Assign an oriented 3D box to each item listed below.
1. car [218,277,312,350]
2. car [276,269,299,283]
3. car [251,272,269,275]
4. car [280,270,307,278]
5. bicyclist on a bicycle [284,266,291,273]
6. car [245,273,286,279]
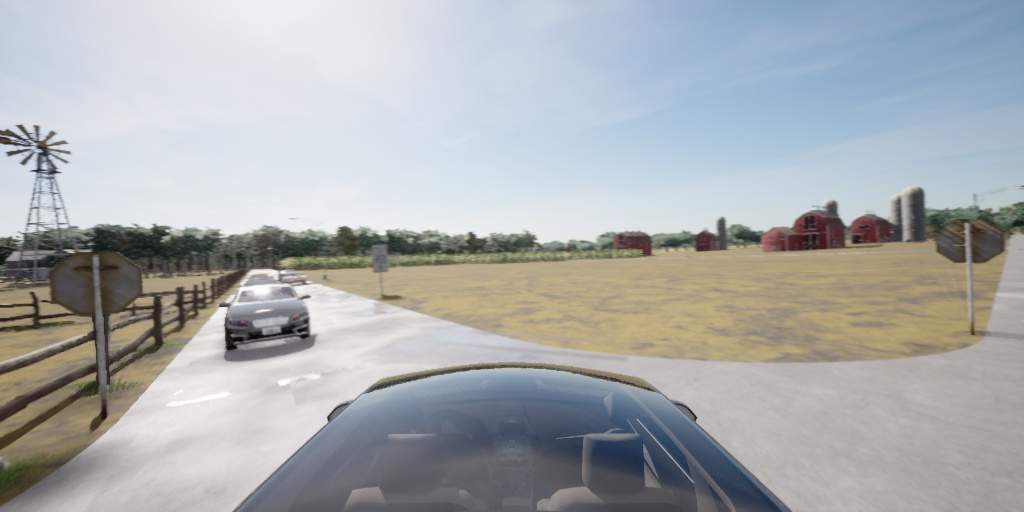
[{"bbox_3d":[-7.194,1.580,10.540,2.128,1.511,4.902,-3,0,-36],"label":"car"},{"bbox_3d":[-28.117,2.441,44.835,2.033,1.411,5.357,-3,1,-35],"label":"car"},{"bbox_3d":[-22.153,2.202,31.563,1.882,1.535,5.008,-3,1,-35],"label":"car"},{"bbox_3d":[-22.215,2.286,36.611,1.895,1.301,4.718,-3,1,-35],"label":"car"},{"bbox_3d":[-32.233,2.476,51.922,0.582,1.620,1.656,-3,0,-35],"label":"bicyclist on a bicycle"},{"bbox_3d":[-13.498,1.888,19.336,1.812,1.442,4.674,-3,0,-35],"label":"car"}]
